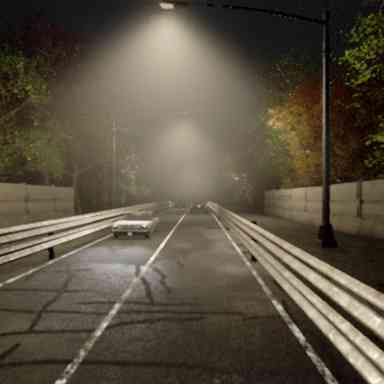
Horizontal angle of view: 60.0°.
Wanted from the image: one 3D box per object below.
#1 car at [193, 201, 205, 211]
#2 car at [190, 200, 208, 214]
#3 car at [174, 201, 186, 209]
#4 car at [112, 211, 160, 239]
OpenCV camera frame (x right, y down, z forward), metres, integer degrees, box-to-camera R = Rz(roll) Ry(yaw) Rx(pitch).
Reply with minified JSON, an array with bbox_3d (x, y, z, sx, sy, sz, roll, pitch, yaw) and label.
[{"bbox_3d":[1.095,2.098,51.067,1.837,1.490,4.892,0,-1,1],"label":"car"},{"bbox_3d":[0.878,1.770,41.146,2.097,1.767,4.553,0,-1,1],"label":"car"},{"bbox_3d":[-2.040,2.268,58.723,1.812,1.442,4.674,0,-1,2],"label":"car"},{"bbox_3d":[-2.973,1.747,18.322,1.895,1.301,4.718,0,0,1],"label":"car"}]
